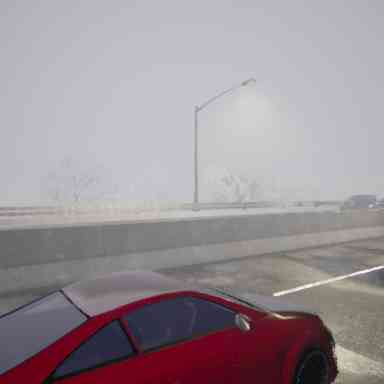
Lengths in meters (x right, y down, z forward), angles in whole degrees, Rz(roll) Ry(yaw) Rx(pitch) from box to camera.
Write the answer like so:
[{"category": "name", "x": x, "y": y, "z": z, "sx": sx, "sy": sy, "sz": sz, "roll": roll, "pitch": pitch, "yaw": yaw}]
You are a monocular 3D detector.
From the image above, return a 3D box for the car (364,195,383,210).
[{"category": "car", "x": 20.869, "y": 1.474, "z": 35.536, "sx": 4.553, "sy": 1.767, "sz": 2.097, "roll": 0, "pitch": 0, "yaw": -34}]

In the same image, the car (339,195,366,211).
[{"category": "car", "x": 19.575, "y": 1.344, "z": 38.892, "sx": 5.566, "sy": 2.045, "sz": 2.150, "roll": 0, "pitch": 0, "yaw": -34}]

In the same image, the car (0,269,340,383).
[{"category": "car", "x": -0.341, "y": 1.567, "z": 3.490, "sx": 4.181, "sy": 1.385, "sz": 1.994, "roll": 0, "pitch": 0, "yaw": -35}]
